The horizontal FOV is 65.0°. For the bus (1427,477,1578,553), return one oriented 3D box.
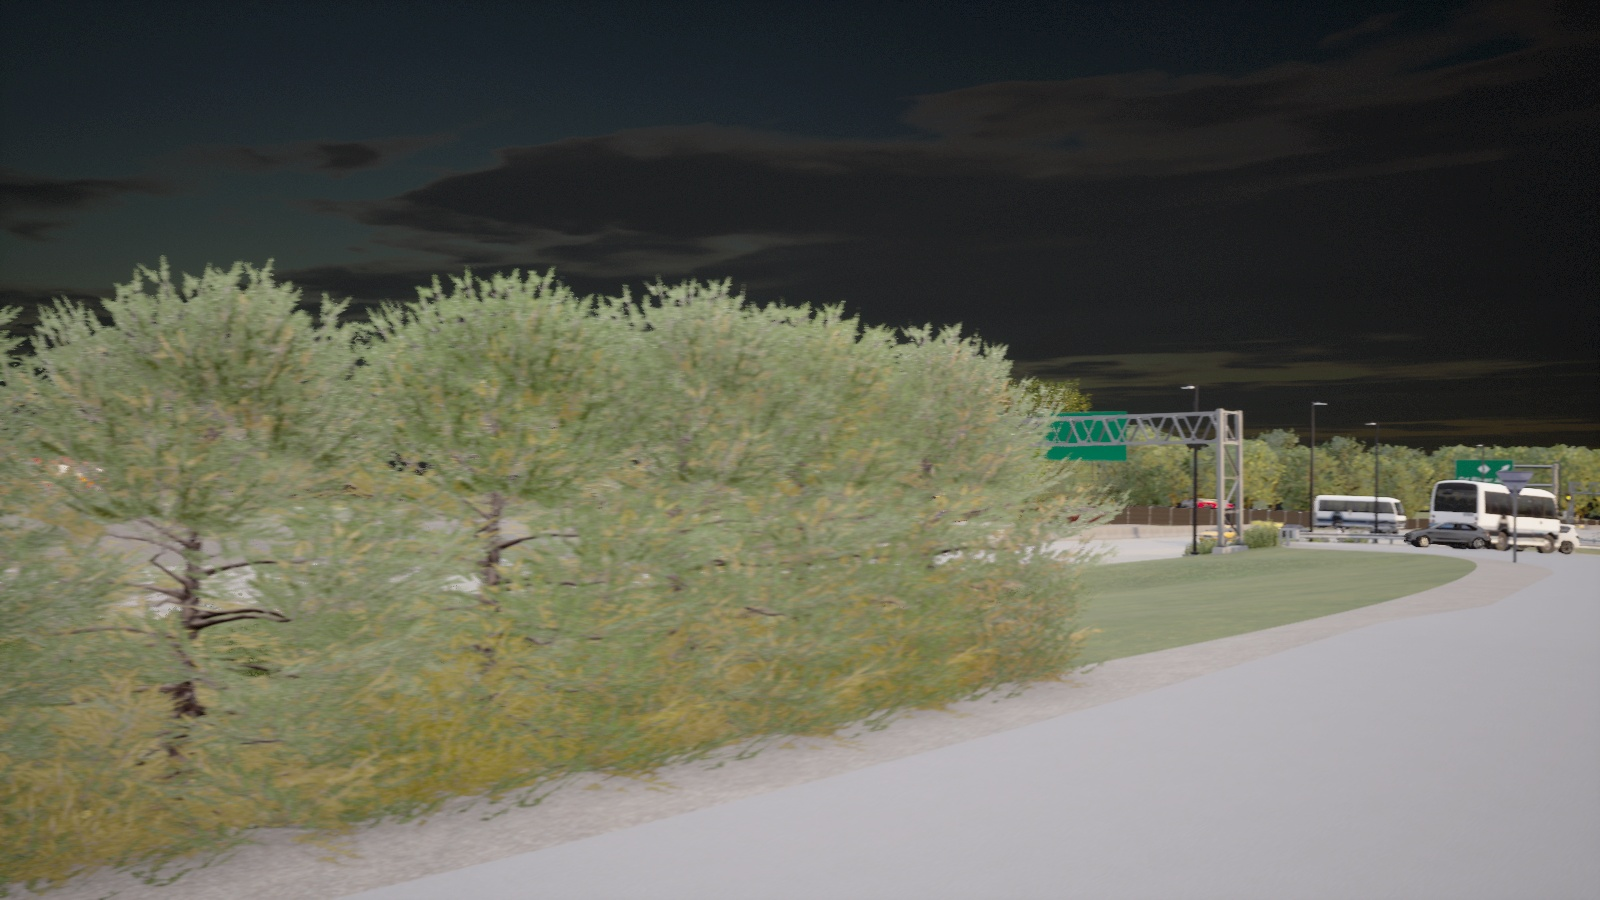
[{"bbox_3d":[44.834,4.186,80.046,10.273,4.253,3.944,5,-2,-33],"label":"bus"}]

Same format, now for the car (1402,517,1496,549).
[{"bbox_3d":[35.050,4.482,67.921,4.193,1.474,1.816,2,-4,14],"label":"car"}]

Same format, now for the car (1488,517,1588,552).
[{"bbox_3d":[50.282,5.750,85.590,5.566,2.045,2.150,3,-1,-4],"label":"car"}]

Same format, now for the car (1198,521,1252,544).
[{"bbox_3d":[31.488,6.105,92.858,1.801,1.575,5.366,0,-2,42],"label":"car"}]
